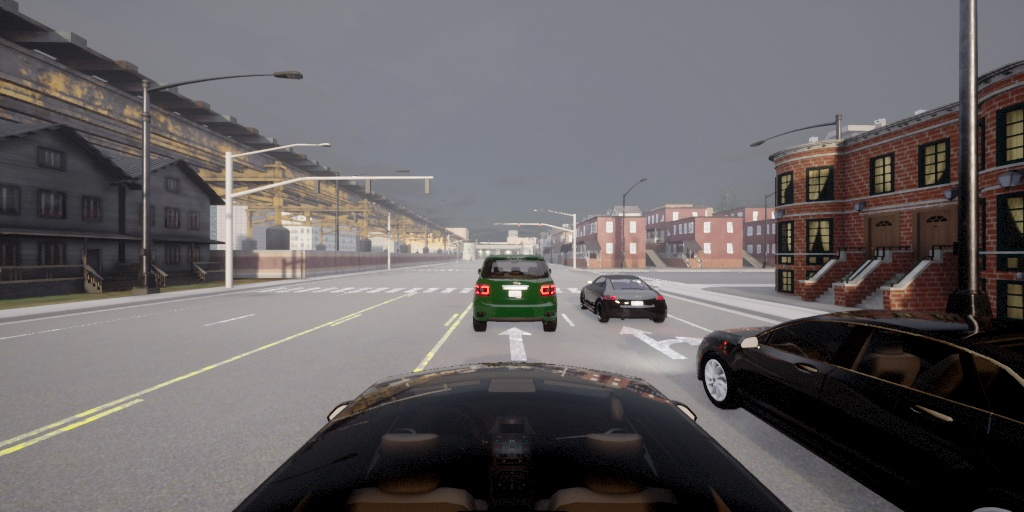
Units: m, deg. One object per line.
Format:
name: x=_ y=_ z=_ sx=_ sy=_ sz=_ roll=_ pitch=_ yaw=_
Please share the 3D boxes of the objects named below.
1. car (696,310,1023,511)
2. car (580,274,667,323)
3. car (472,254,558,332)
car: x=3.599 y=1.255 z=3.279 sx=1.837 sy=1.490 sz=4.892 roll=0 pitch=0 yaw=0
car: x=3.582 y=1.314 z=12.192 sx=1.994 sy=1.385 sz=4.181 roll=0 pitch=0 yaw=1
car: x=0.083 y=0.971 z=11.021 sx=2.150 sy=2.045 sz=5.566 roll=0 pitch=0 yaw=0
